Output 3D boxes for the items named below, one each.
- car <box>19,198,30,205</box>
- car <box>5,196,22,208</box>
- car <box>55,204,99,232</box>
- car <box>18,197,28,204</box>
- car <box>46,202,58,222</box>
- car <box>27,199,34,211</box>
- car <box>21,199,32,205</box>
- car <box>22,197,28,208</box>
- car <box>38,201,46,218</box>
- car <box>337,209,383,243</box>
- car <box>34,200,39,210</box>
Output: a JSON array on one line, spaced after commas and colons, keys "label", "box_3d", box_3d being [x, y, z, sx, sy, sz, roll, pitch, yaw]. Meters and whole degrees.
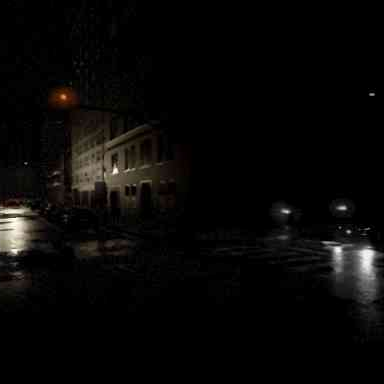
[{"label": "car", "box_3d": [-37.207, 2.056, 73.849, 1.947, 1.339, 4.313, 0, 0, -30]}, {"label": "car", "box_3d": [-31.187, 1.931, 58.088, 1.812, 1.442, 4.674, 0, 0, -29]}, {"label": "car", "box_3d": [-7.113, 1.678, 20.977, 1.947, 1.339, 4.313, 0, 0, -30]}, {"label": "car", "box_3d": [-39.942, 1.965, 78.656, 1.967, 1.590, 4.097, 0, 0, -30]}, {"label": "car", "box_3d": [-9.848, 1.692, 25.783, 1.887, 1.381, 4.507, 0, 0, -30]}, {"label": "car", "box_3d": [-20.792, 1.853, 45.009, 1.947, 1.339, 4.313, 0, 0, -30]}, {"label": "car", "box_3d": [-34.471, 2.038, 69.042, 1.802, 1.307, 4.206, 0, 0, -30]}, {"label": "car", "box_3d": [-26.263, 1.906, 54.623, 2.008, 1.369, 4.403, 0, 0, -30]}, {"label": "car", "box_3d": [-12.584, 1.733, 30.590, 2.008, 1.369, 4.403, 0, 0, -30]}, {"label": "car", "box_3d": [9.439, 1.625, 16.798, 4.892, 1.490, 1.837, 0, -1, -30]}, {"label": "car", "box_3d": [-15.320, 1.762, 35.396, 1.887, 1.381, 4.507, 0, 0, -30]}]
